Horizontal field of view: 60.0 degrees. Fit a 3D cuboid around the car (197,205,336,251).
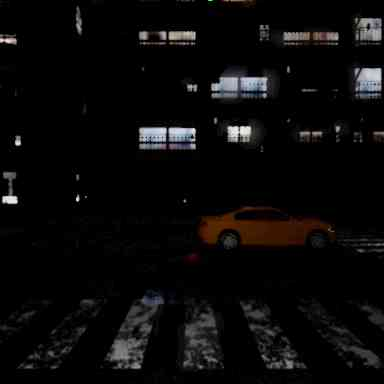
[{"bbox_3d":[2.699,1.253,12.316,5.008,1.535,1.882,0,1,0],"label":"car"}]
